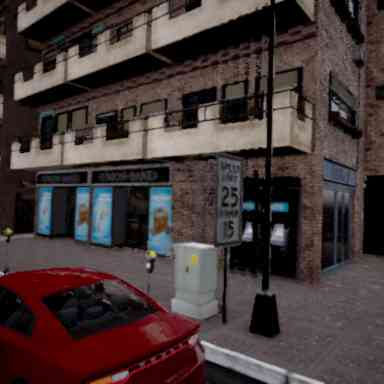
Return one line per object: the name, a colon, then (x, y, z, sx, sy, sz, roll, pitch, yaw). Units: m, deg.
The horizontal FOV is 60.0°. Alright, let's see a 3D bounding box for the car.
car: (-1.929, 1.664, 4.330, 4.507, 1.381, 1.887, 0, -2, 39)
